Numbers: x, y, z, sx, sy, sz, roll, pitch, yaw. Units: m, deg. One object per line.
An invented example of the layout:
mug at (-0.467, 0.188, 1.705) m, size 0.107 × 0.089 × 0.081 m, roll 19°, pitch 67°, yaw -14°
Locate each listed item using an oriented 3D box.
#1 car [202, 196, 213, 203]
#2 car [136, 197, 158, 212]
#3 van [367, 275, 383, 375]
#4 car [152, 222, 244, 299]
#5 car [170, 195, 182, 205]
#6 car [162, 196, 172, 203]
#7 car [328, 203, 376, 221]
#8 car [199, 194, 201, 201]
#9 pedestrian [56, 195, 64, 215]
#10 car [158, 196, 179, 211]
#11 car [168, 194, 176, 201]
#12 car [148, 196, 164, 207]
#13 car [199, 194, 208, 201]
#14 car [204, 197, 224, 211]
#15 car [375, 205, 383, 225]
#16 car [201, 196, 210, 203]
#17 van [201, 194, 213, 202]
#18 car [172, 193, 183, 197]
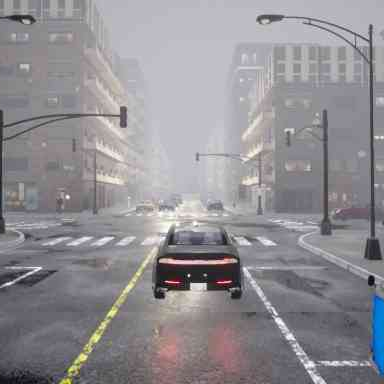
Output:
car at (2.812, 1.567, 45.519) m, size 2.008 × 1.369 × 4.403 m, roll 1°, pitch 0°, yaw 0°
car at (-5.581, 1.539, 39.726) m, size 1.752 × 1.417 × 4.829 m, roll 1°, pitch 0°, yaw 0°
van at (2.679, 1.342, 1.930) m, size 1.690 × 1.788 × 3.998 m, roll 1°, pitch 0°, yaw 0°
car at (0.121, 1.494, 8.419) m, size 2.128 × 1.511 × 4.902 m, roll 0°, pitch 0°, yaw 0°
car at (-2.972, 1.544, 50.778) m, size 1.812 × 1.442 × 4.674 m, roll 0°, pitch 0°, yaw 0°
car at (-5.500, 1.574, 73.752) m, size 1.887 × 1.381 × 4.507 m, roll 1°, pitch 0°, yaw 0°
car at (13.709, 1.608, 28.035) m, size 4.097 × 1.590 × 1.967 m, roll 0°, pitch -1°, yaw 1°
car at (2.867, 1.552, 68.259) m, size 1.752 × 1.417 × 4.829 m, roll 1°, pitch 0°, yaw 0°
pedestrian at (-12.464, 1.217, 31.355) m, size 0.375 × 1.860 × 0.375 m, roll 0°, pitch -1°, yaw 1°
car at (-3.003, 1.562, 40.874) m, size 2.033 × 1.411 × 5.357 m, roll 0°, pitch 0°, yaw 0°
car at (-5.458, 1.480, 90.680) m, size 1.967 × 1.590 × 4.097 m, roll 1°, pitch 0°, yaw 0°
car at (-5.553, 1.459, 51.182) m, size 1.967 × 1.590 × 4.097 m, roll 1°, pitch 0°, yaw 0°
car at (2.911, 1.351, 85.017) m, size 2.192 × 1.841 × 5.009 m, roll 1°, pitch 0°, yaw 0°
car at (2.799, 1.580, 39.877) m, size 1.947 × 1.339 × 4.313 m, roll 1°, pitch 0°, yaw 0°
car at (13.586, 1.583, 19.654) m, size 4.313 × 1.339 × 1.947 m, roll 0°, pitch -1°, yaw 1°
car at (2.879, 1.612, 73.732) m, size 1.802 × 1.307 × 4.206 m, roll 1°, pitch 0°, yaw 0°
van at (2.843, 1.362, 56.804) m, size 1.690 × 1.788 × 3.998 m, roll 1°, pitch 0°, yaw 0°
car at (-2.915, 1.245, 61.515) m, size 2.150 × 2.045 × 5.566 m, roll 0°, pitch 0°, yaw 1°
